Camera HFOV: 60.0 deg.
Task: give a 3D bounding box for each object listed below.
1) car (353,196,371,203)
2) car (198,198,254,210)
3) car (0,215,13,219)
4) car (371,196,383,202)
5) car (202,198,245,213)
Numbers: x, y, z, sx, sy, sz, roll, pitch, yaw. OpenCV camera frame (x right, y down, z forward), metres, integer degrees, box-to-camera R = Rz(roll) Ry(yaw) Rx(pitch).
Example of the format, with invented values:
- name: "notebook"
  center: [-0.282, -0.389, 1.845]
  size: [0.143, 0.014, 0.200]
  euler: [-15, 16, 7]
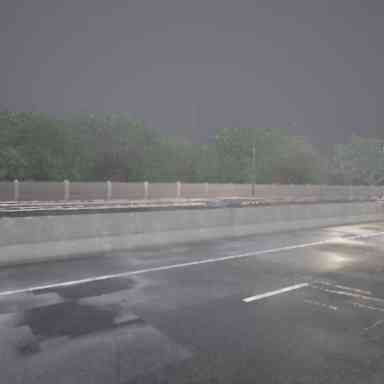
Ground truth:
- name: "car"
  center: [28.233, 1.345, 54.463]
  size: [4.181, 1.385, 1.994]
  euler: [0, 0, -35]
- name: "car"
  center: [2.894, 1.464, 27.591]
  size: [5.357, 1.411, 2.033]
  euler: [0, 0, -35]
- name: "car"
  center: [-10.176, 1.511, 13.935]
  size: [4.892, 1.490, 1.837]
  euler: [0, 0, -36]
- name: "car"
  center: [30.271, 1.307, 51.625]
  size: [4.674, 1.442, 1.812]
  euler: [0, 0, -35]
- name: "car"
  center: [3.462, 1.417, 36.568]
  size: [4.674, 1.442, 1.812]
  euler: [0, 0, -35]
